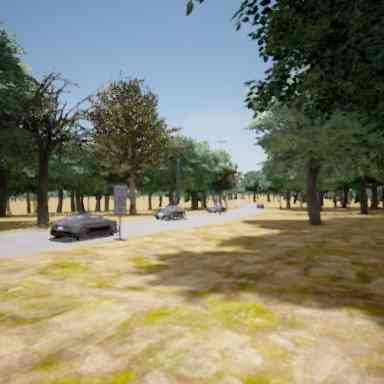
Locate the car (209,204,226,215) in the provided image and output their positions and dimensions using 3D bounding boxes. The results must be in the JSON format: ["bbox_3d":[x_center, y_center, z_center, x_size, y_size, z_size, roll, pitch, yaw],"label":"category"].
[{"bbox_3d":[3.979,2.647,51.291,2.128,1.511,4.902,1,-1,20],"label":"car"}]

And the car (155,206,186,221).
[{"bbox_3d":[-2.232,2.215,35.484,2.128,1.511,4.902,1,-1,22],"label":"car"}]

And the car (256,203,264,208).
[{"bbox_3d":[18.367,3.697,89.564,1.994,1.385,4.181,1,-1,13],"label":"car"}]

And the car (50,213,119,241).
[{"bbox_3d":[-5.983,1.906,19.111,1.994,1.385,4.181,1,-1,25],"label":"car"}]
